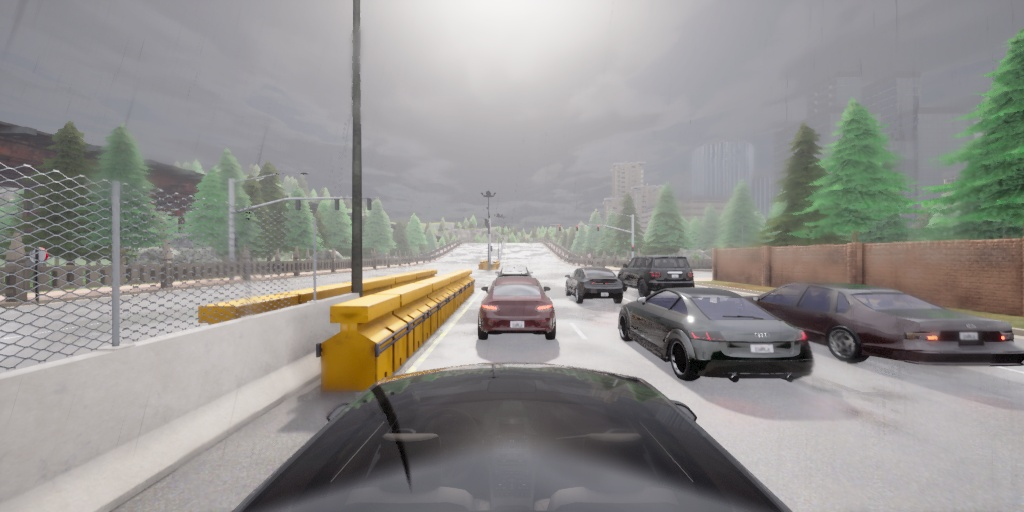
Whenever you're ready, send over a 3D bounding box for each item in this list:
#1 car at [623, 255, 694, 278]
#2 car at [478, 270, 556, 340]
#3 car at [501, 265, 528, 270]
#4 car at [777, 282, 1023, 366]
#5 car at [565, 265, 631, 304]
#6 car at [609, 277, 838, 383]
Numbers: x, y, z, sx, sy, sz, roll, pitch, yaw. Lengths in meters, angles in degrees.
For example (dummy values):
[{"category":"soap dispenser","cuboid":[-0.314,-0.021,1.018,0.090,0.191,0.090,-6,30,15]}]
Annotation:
[{"category":"car","cuboid":[7.120,0.972,18.326,2.150,2.045,5.566,0,0,0]},{"category":"car","cuboid":[0.112,1.276,9.851,1.812,1.442,4.674,0,0,0]},{"category":"car","cuboid":[0.123,1.241,19.097,2.128,1.511,4.902,0,0,0]},{"category":"car","cuboid":[7.109,1.297,8.084,2.033,1.411,5.357,0,0,0]},{"category":"car","cuboid":[3.618,1.255,16.387,1.837,1.490,4.892,0,0,0]},{"category":"car","cuboid":[3.612,1.314,7.220,1.994,1.385,4.181,0,0,-1]}]
